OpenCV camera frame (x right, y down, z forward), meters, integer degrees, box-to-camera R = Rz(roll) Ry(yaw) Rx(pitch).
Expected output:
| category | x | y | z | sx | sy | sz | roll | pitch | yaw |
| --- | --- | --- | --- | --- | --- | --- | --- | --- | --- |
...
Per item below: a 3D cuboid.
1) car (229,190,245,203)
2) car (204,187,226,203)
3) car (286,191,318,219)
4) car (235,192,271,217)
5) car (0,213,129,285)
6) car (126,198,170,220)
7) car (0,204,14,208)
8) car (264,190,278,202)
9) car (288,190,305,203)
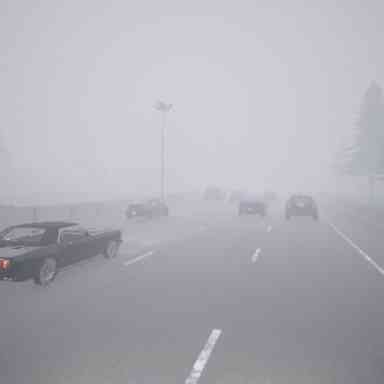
| category | x | y | z | sx | sy | sz | roll | pitch | yaw |
| --- | --- | --- | --- | --- | --- | --- | --- | --- | --- |
| car | 6.097 | 0.515 | 42.718 | 2.097 | 1.767 | 4.553 | 0 | 2 | 16 |
| car | 3.193 | 0.313 | 45.236 | 2.150 | 2.045 | 5.566 | 0 | 1 | 16 |
| car | 8.092 | 0.970 | 24.756 | 2.097 | 1.767 | 4.553 | 0 | 1 | 16 |
| car | 4.933 | 1.058 | 26.418 | 1.882 | 1.535 | 5.008 | 0 | 1 | 16 |
| car | -3.796 | 1.475 | 9.215 | 1.895 | 1.301 | 4.718 | 0 | 1 | 16 |
| car | -3.117 | 1.153 | 23.872 | 1.812 | 1.442 | 4.674 | 0 | 1 | 16 |
| car | -14.644 | 1.236 | 22.616 | 1.895 | 1.301 | 4.718 | 0 | 1 | 16 |
| car | 10.869 | 0.529 | 46.520 | 2.128 | 1.511 | 4.902 | 0 | 2 | 16 |
| car | 14.256 | 0.549 | 45.632 | 2.128 | 1.511 | 4.902 | 0 | 2 | 16 |
